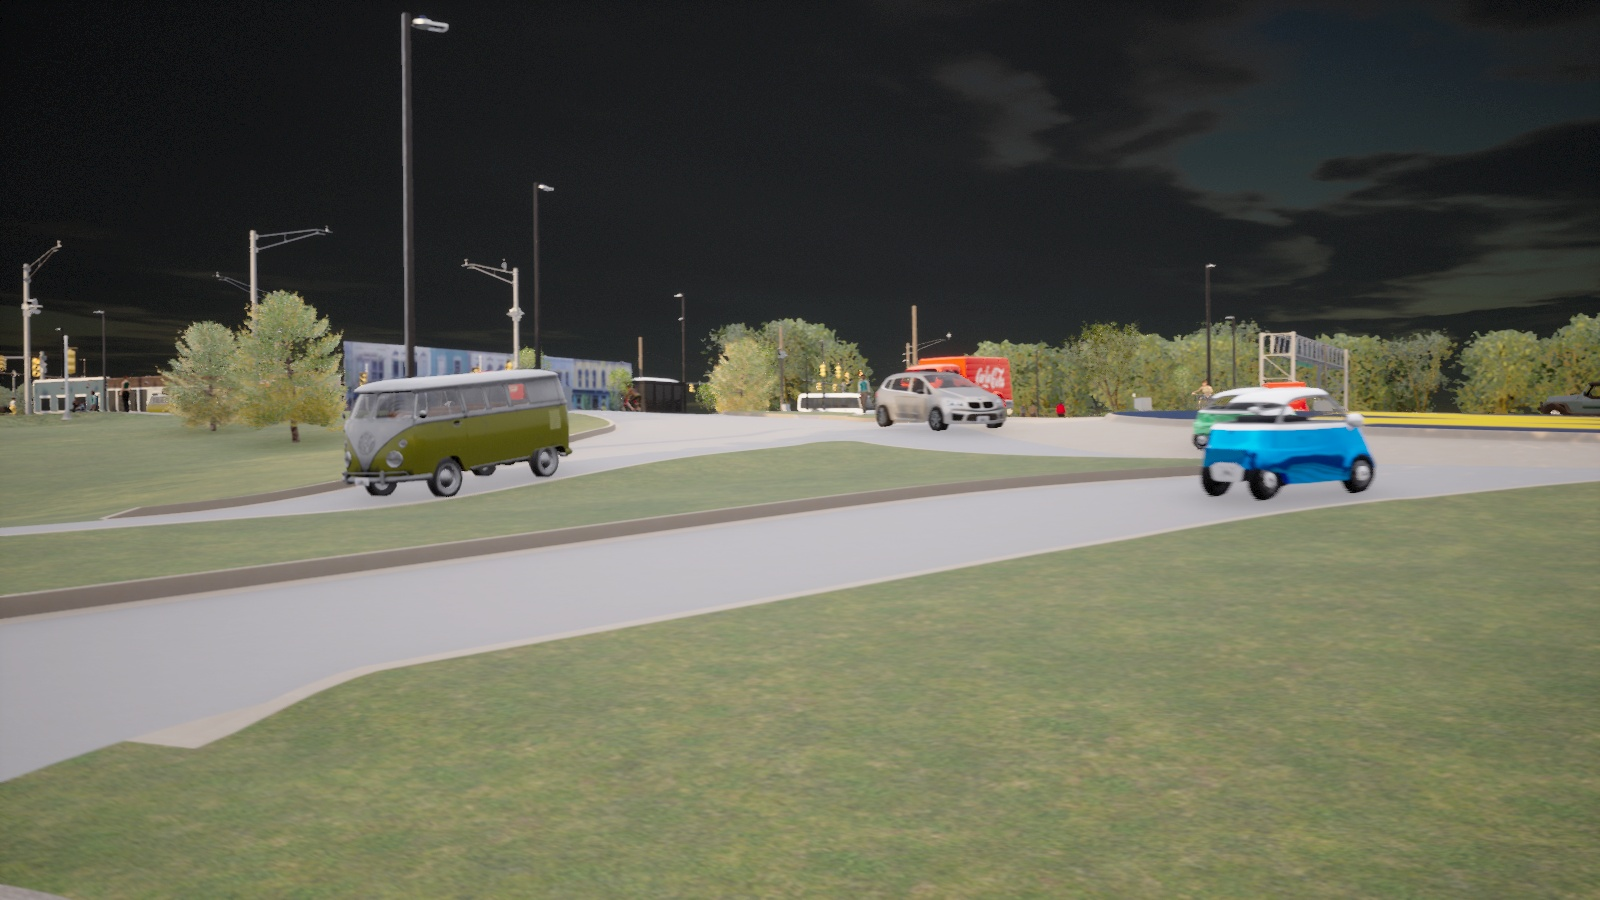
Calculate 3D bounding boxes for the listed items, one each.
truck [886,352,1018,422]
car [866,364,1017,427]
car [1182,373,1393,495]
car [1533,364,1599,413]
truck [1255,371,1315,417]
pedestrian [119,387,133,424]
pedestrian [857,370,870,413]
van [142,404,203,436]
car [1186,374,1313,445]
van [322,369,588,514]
[{"bbox_3d":[5.925,-2.446,48.494,2.627,2.467,5.204,-2,2,38],"label":"truck"},{"bbox_3d":[4.093,-1.624,37.132,2.242,1.667,4.611,-4,4,-27],"label":"car"},{"bbox_3d":[6.335,-0.240,16.320,2.207,1.376,1.481,-5,4,-32],"label":"car"},{"bbox_3d":[32.012,-2.471,50.715,3.866,1.878,1.905,2,1,37],"label":"car"},{"bbox_3d":[28.124,-3.209,72.964,2.627,2.467,5.204,-2,1,15],"label":"truck"},{"bbox_3d":[-33.503,-2.201,62.403,0.594,1.836,0.345,-2,0,33],"label":"pedestrian"},{"bbox_3d":[2.910,-2.671,57.785,0.396,1.930,0.692,-2,0,17],"label":"pedestrian"},{"bbox_3d":[-42.679,-2.014,85.338,4.442,1.987,1.775,-1,0,36],"label":"van"},{"bbox_3d":[10.099,-0.901,28.257,2.207,1.376,1.481,0,9,44],"label":"car"},{"bbox_3d":[-5.885,-0.234,22.044,1.775,1.987,4.442,-1,7,28],"label":"van"}]
